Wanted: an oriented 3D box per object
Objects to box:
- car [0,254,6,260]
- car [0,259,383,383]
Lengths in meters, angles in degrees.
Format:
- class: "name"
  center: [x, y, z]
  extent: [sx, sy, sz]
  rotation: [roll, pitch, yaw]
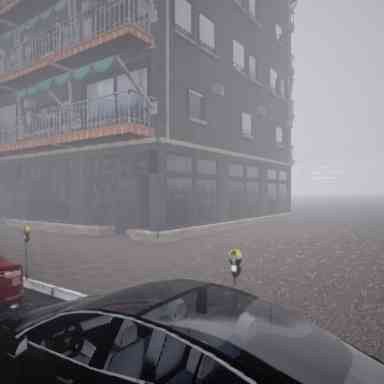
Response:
- class: "car"
  center: [-5.063, 1.545, 6.470]
  extent: [4.507, 1.381, 1.887]
  rotation: [0, 0, 35]
- class: "car"
  center: [-0.469, 1.566, 3.205]
  extent: [4.313, 1.339, 1.947]
  rotation: [0, 0, 35]
